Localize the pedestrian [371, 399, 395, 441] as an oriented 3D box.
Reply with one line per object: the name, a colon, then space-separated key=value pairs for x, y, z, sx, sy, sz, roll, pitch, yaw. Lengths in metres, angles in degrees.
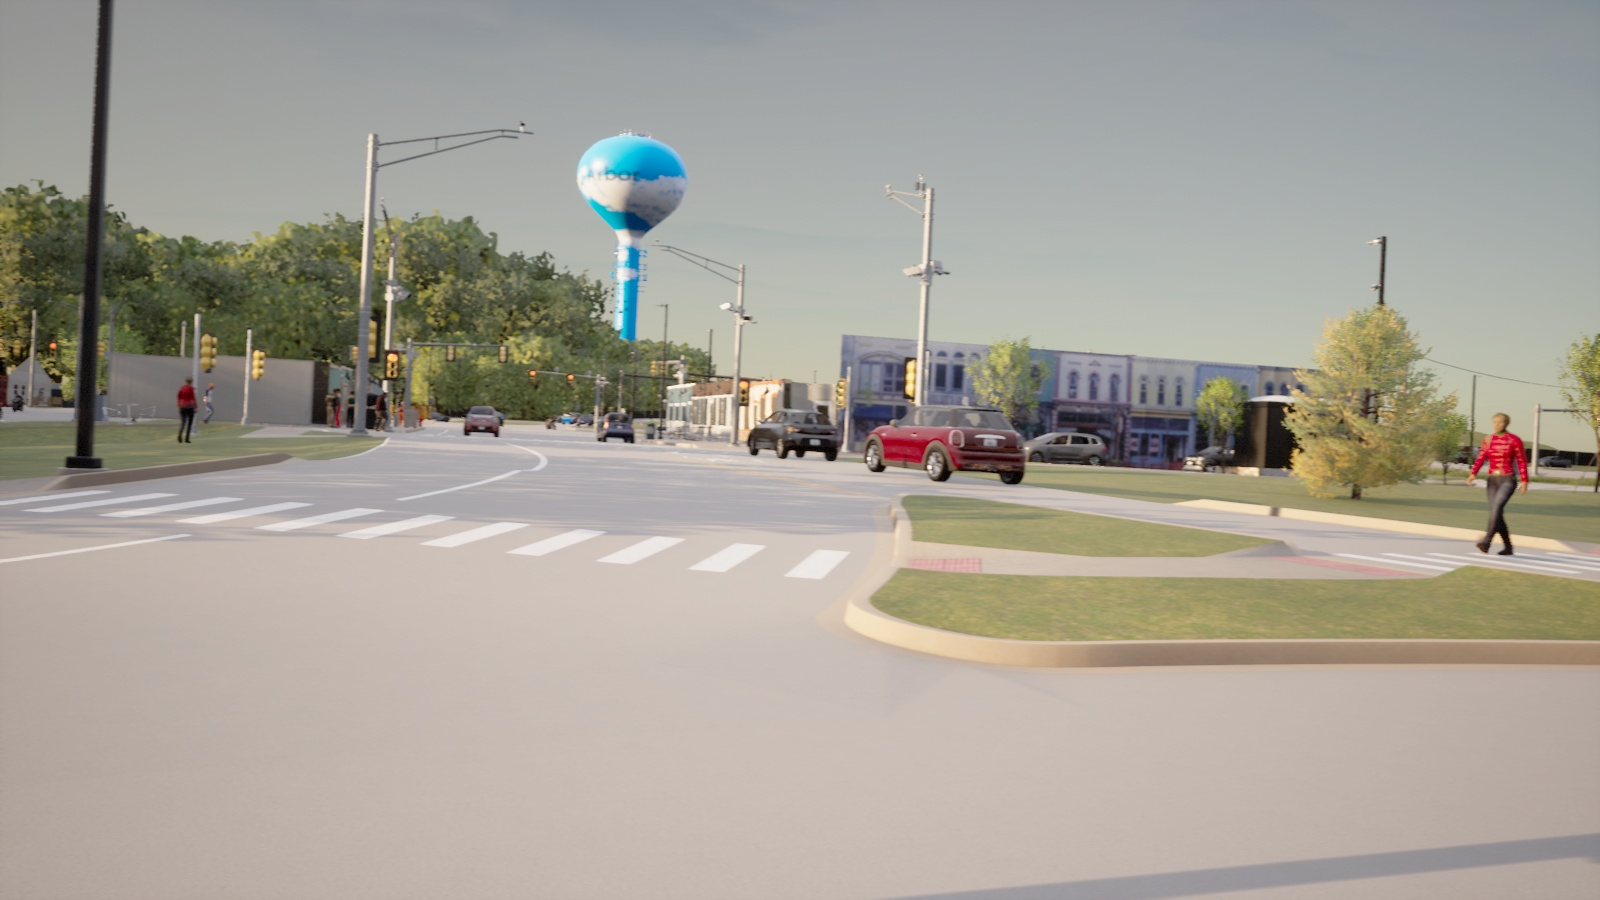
pedestrian: x=-18.508 y=-1.319 z=55.726 sx=0.899 sy=1.844 sz=0.634 roll=2 pitch=0 yaw=-13

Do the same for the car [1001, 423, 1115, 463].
car: x=12.022 y=-0.336 z=58.623 sx=4.611 sy=1.667 sz=2.242 roll=2 pitch=0 yaw=-15

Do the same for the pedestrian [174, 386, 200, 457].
pedestrian: x=-16.146 y=-0.744 z=33.073 sx=0.331 sy=1.846 sz=0.636 roll=2 pitch=0 yaw=-3

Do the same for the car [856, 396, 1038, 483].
car: x=3.231 y=-0.303 z=28.686 sx=2.097 sy=1.767 sz=4.553 roll=2 pitch=2 yaw=-23

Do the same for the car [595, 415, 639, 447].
car: x=-9.931 y=-1.018 z=67.919 sx=1.851 sy=1.617 sz=3.988 roll=2 pitch=0 yaw=-15

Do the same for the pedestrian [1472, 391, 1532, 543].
pedestrian: x=8.697 y=0.209 z=15.559 sx=0.636 sy=1.846 sz=0.331 roll=2 pitch=0 yaw=-31

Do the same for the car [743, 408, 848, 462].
car: x=-0.211 y=-0.470 z=37.650 sx=1.816 sy=1.474 sz=4.193 roll=2 pitch=1 yaw=-19

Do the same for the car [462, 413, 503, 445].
car: x=-15.495 y=-1.022 z=61.466 sx=1.845 sy=1.501 sz=3.633 roll=2 pitch=0 yaw=-13

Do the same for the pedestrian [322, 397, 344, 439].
pedestrian: x=-21.361 y=-1.450 z=57.423 sx=0.563 sy=1.883 sz=0.849 roll=2 pitch=0 yaw=10

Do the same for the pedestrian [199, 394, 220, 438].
pedestrian: x=-25.474 y=-1.464 z=54.189 sx=0.706 sy=1.836 sz=0.354 roll=2 pitch=0 yaw=-10

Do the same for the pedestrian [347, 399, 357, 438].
pedestrian: x=-21.357 y=-1.485 z=59.851 sx=0.345 sy=1.836 sz=0.594 roll=2 pitch=0 yaw=-17

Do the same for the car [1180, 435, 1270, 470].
car: x=20.616 y=0.104 z=60.912 sx=3.705 sy=1.549 sz=1.789 roll=2 pitch=0 yaw=-15
